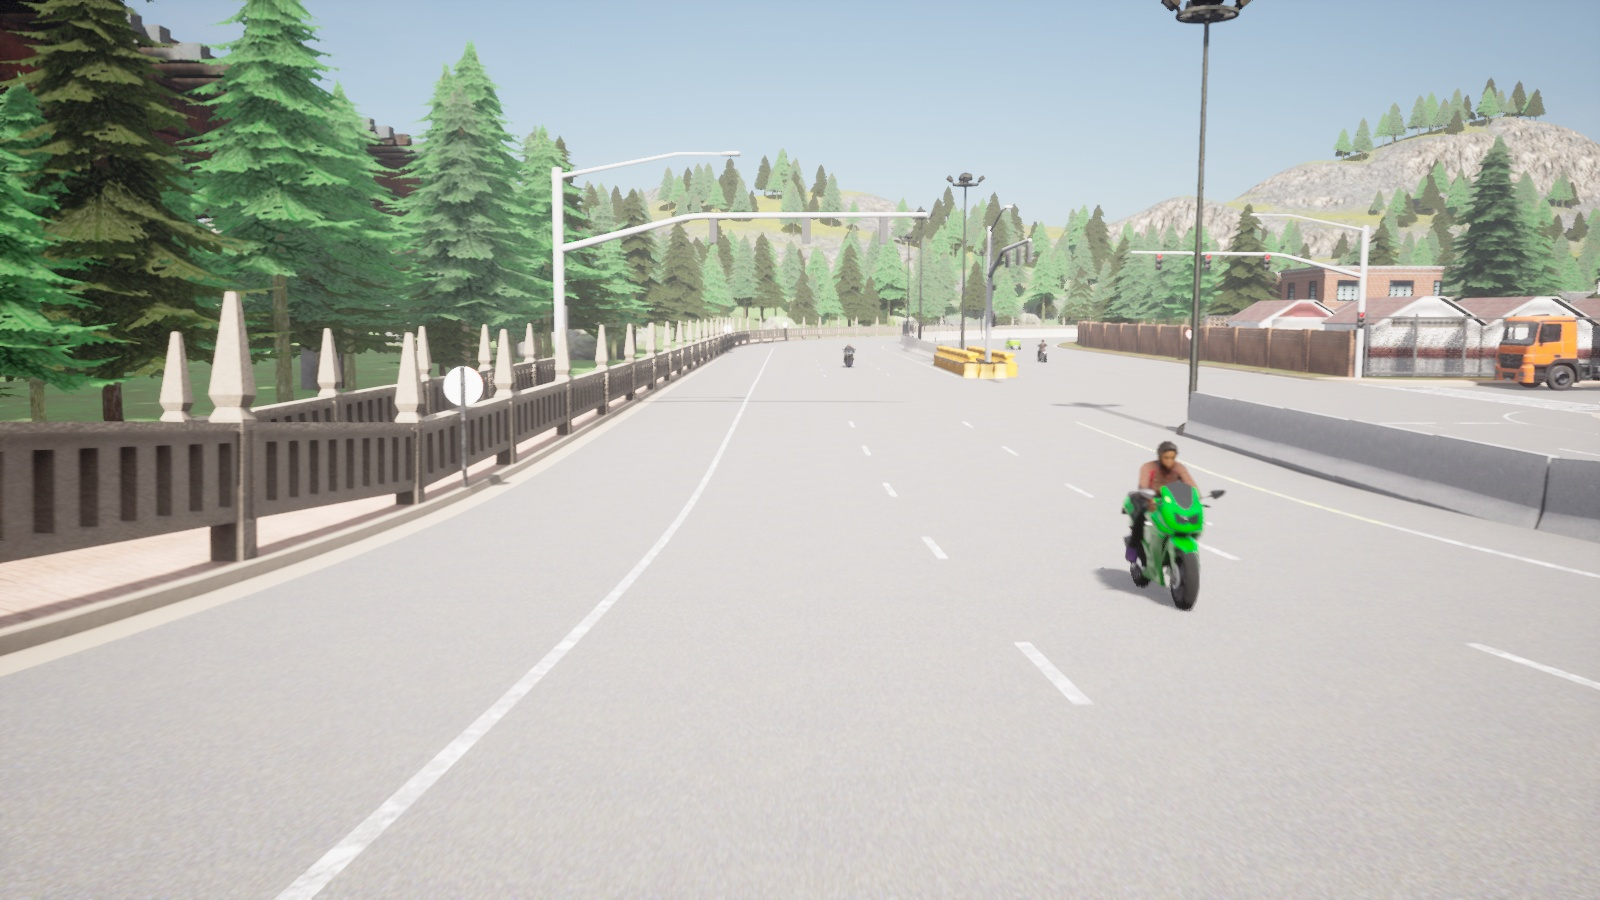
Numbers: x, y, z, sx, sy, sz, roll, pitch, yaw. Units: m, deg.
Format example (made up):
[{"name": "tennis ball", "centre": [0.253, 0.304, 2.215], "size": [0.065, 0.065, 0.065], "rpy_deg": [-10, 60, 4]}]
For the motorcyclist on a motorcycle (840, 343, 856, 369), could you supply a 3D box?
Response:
[{"name": "motorcyclist on a motorcycle", "centre": [2.957, -5.805, 77.337], "size": [0.866, 1.530, 2.191], "rpy_deg": [0, 6, 0]}]

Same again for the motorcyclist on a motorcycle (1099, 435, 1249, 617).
[{"name": "motorcyclist on a motorcycle", "centre": [3.476, 0.646, 11.880], "size": [0.797, 1.523, 2.044], "rpy_deg": [0, 2, 0]}]

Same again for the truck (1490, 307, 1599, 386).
[{"name": "truck", "centre": [36.376, -4.782, 57.327], "size": [7.936, 3.462, 2.891], "rpy_deg": [0, 6, 1]}]
